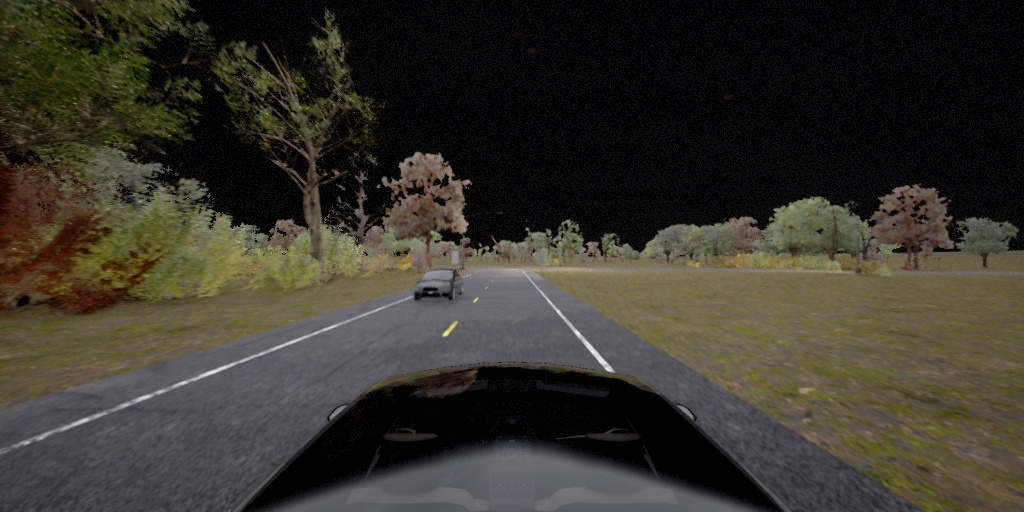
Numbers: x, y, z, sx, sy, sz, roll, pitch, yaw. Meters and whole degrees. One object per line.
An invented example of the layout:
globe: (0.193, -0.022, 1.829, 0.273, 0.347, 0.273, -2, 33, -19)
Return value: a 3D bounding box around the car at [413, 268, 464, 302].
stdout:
car: (-3.598, 1.402, 18.263, 1.837, 1.490, 4.892, 0, -1, 0)
